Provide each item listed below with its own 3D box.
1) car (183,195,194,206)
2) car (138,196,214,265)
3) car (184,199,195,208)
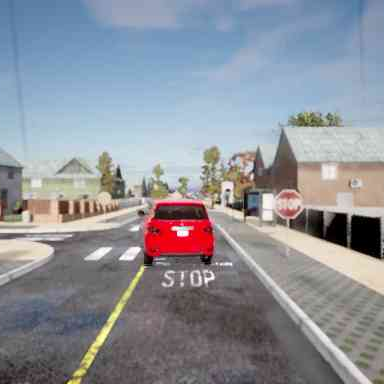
[{"bbox_3d":[-0.687,1.763,69.588,2.150,2.045,5.566,0,-1,-1],"label":"car"},{"bbox_3d":[-0.730,1.267,12.051,2.150,2.045,5.566,1,0,-10],"label":"car"},{"bbox_3d":[-0.457,1.919,56.942,1.812,1.442,4.674,0,-1,0],"label":"car"}]
